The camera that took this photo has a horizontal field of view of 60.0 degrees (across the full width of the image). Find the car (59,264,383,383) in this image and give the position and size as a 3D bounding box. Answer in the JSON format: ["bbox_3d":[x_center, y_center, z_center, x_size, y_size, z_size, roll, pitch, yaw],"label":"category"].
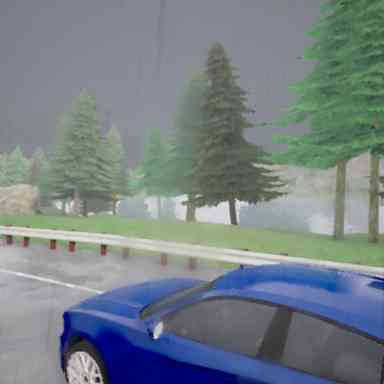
[{"bbox_3d":[0.788,1.459,3.113,5.008,1.535,1.882,1,1,35],"label":"car"}]
